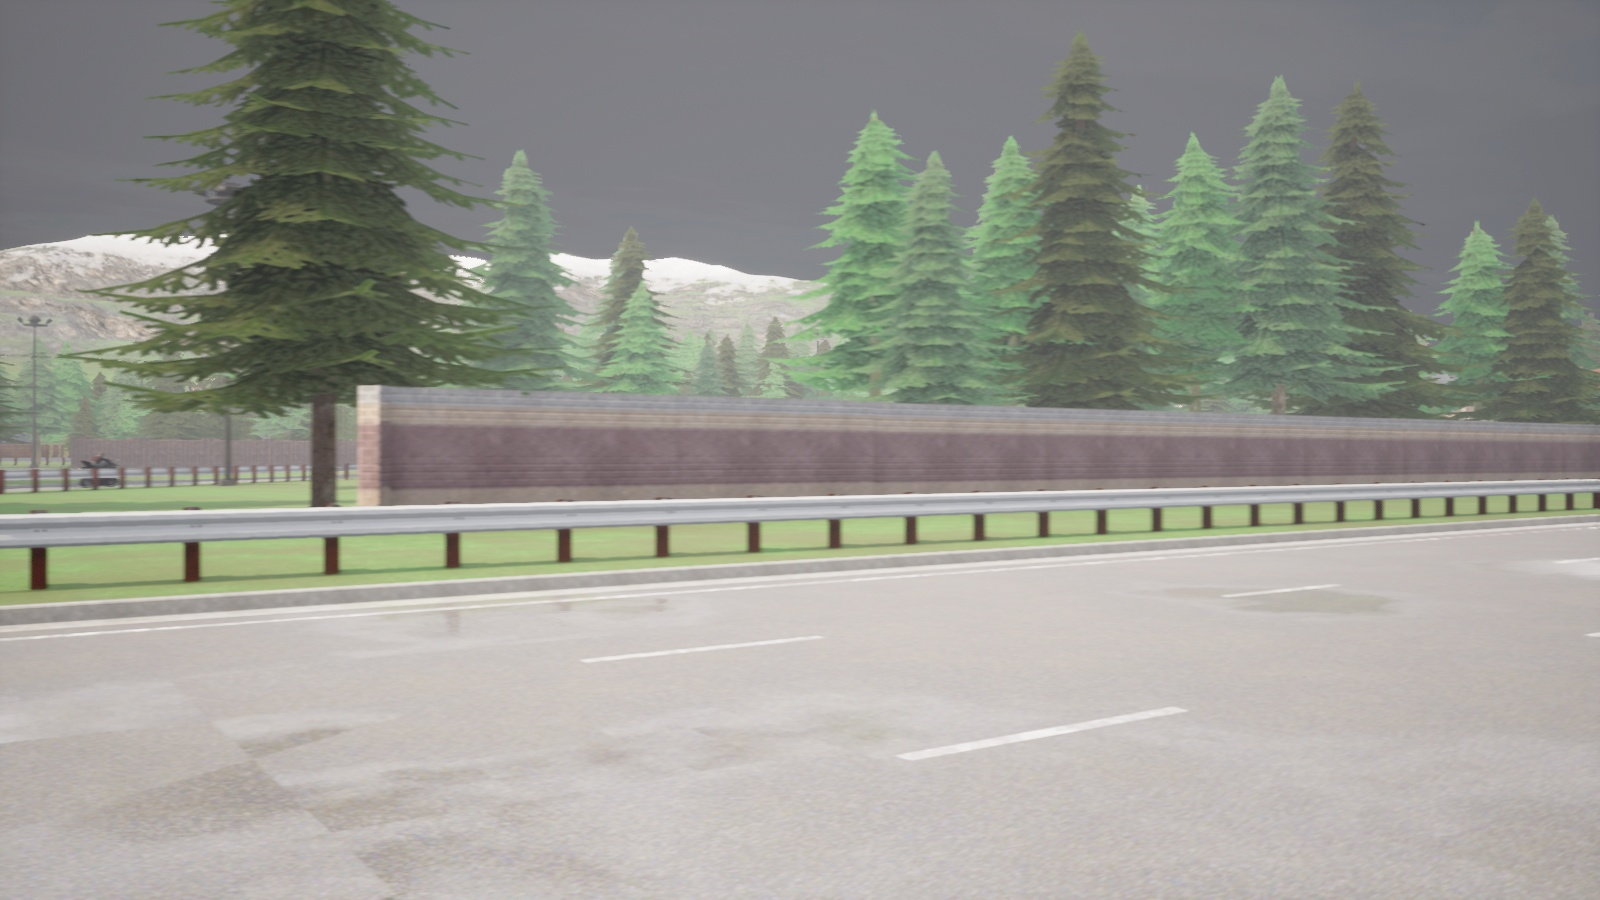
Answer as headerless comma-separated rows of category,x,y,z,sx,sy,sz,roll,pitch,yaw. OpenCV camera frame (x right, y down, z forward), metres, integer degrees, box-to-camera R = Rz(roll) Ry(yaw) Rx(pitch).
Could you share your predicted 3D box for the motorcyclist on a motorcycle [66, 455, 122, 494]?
motorcyclist on a motorcycle,-28.391,0.964,50.554,0.866,1.530,2.191,0,0,6
